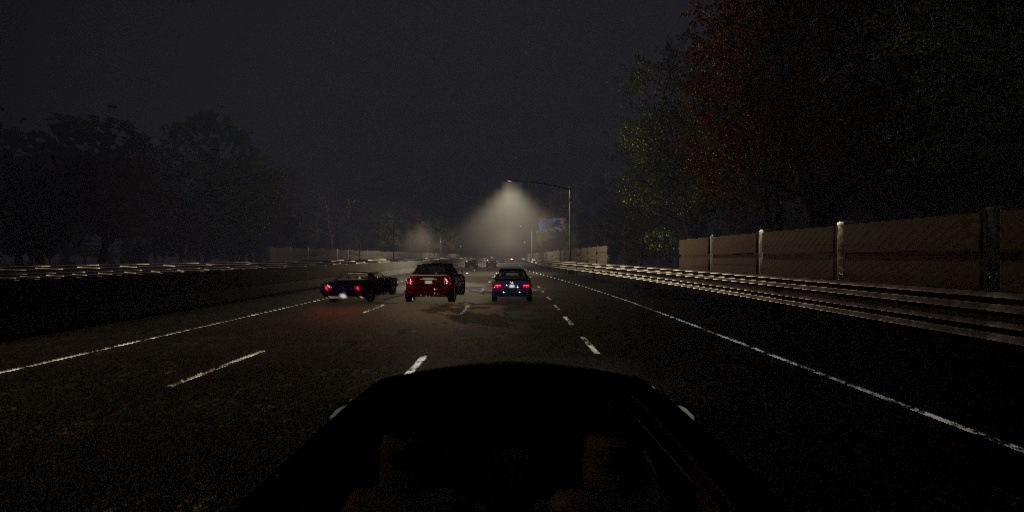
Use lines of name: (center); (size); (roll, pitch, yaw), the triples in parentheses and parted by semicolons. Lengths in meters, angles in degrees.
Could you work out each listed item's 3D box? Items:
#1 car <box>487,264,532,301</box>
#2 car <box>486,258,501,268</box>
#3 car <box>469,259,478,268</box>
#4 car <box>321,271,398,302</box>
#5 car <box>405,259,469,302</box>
car: (-0.002, 1.307, 17.366); (2.033, 1.411, 5.357); (0, 0, 0)
car: (-3.512, 1.279, 62.399); (2.128, 1.511, 4.902); (0, 0, 0)
car: (-7.015, 1.279, 62.308); (2.128, 1.511, 4.902); (0, 0, 0)
car: (-7.002, 1.360, 17.089); (1.895, 1.301, 4.718); (0, 0, 0)
car: (-3.505, 1.111, 17.180); (2.097, 1.767, 4.553); (0, 0, 0)
